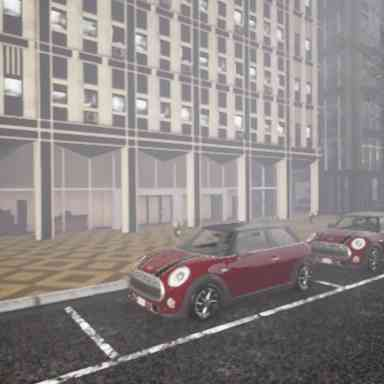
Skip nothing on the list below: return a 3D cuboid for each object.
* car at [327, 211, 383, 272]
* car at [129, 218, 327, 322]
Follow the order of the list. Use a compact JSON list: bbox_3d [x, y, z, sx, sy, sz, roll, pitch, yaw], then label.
[{"bbox_3d":[5.366,1.366,10.383,4.097,1.590,1.967,-1,0,-35],"label":"car"},{"bbox_3d":[0.724,1.408,7.077,4.097,1.590,1.967,-1,0,-35],"label":"car"}]
